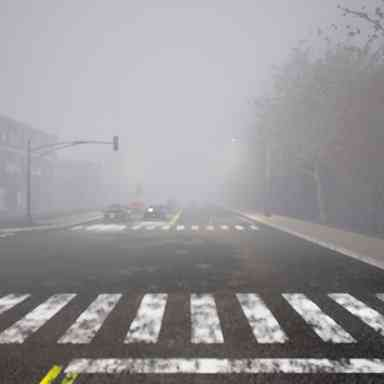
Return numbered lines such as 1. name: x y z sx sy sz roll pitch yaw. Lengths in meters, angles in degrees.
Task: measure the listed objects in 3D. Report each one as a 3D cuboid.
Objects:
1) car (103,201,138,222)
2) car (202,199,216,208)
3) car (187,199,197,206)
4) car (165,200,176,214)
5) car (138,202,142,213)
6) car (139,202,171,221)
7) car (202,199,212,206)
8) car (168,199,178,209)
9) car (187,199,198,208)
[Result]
1. car: -6.619 1.798 30.005 2.128 1.511 4.902 0 -1 0
2. car: 3.313 2.223 61.541 1.895 1.301 4.718 0 -1 0
3. car: -0.040 2.245 71.478 2.128 1.511 4.902 0 -1 0
4. car: -3.370 1.979 40.950 1.994 1.385 4.181 0 0 0
5. car: -6.622 1.882 39.847 1.882 1.535 5.008 0 -1 0
6. car: -3.370 1.880 30.991 1.994 1.385 4.181 0 -1 0
7. car: 3.207 2.261 71.558 2.033 1.411 5.357 0 -1 0
8. car: -3.362 1.908 54.932 2.097 1.767 4.553 0 -1 0
9. car: 0.059 2.225 61.711 1.895 1.301 4.718 0 -1 0
